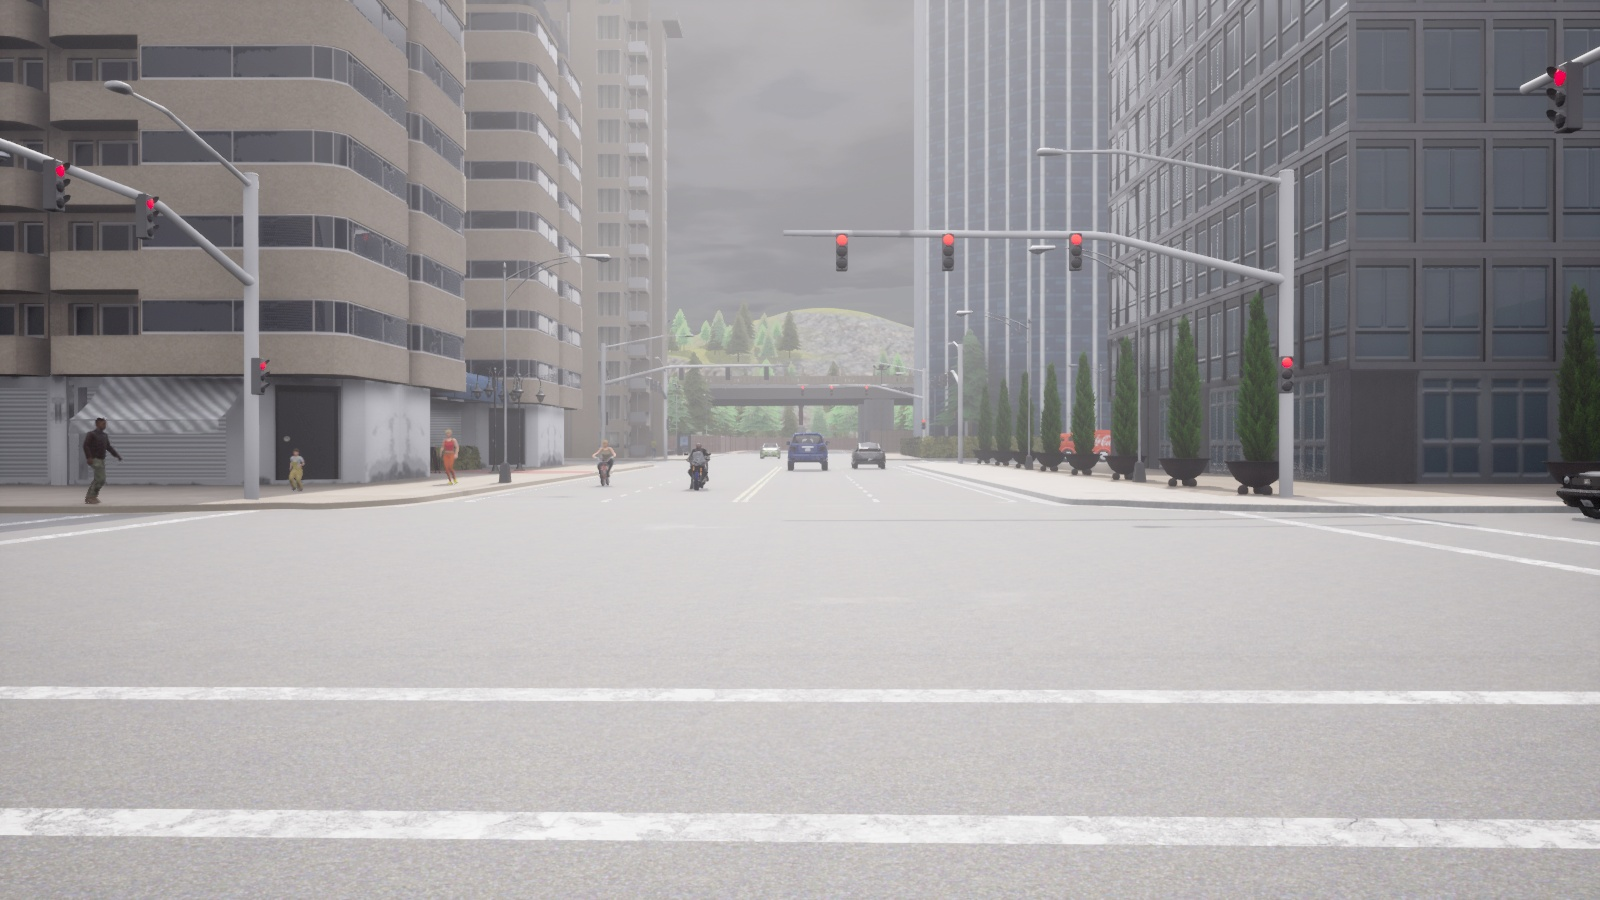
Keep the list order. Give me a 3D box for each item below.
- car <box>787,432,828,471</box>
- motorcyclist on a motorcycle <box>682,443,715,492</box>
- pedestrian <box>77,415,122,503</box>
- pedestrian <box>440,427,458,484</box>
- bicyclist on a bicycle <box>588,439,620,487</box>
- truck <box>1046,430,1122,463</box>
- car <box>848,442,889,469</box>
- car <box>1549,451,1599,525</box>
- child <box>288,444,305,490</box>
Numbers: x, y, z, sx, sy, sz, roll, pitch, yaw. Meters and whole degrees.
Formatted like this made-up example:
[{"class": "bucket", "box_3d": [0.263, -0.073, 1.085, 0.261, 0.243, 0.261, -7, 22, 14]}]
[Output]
[{"class": "car", "box_3d": [0.429, 0.077, 68.917, 2.150, 2.045, 5.566, 0, 0, 0]}, {"class": "motorcyclist on a motorcycle", "box_3d": [-3.242, 0.551, 40.296, 0.866, 1.530, 2.191, 0, 0, 0]}, {"class": "pedestrian", "box_3d": [-14.666, 0.185, 26.297, 0.703, 1.840, 0.431, 0, 0, 5]}, {"class": "pedestrian", "box_3d": [-11.300, 0.168, 40.404, 0.345, 1.836, 0.594, 0, 0, 7]}, {"class": "bicyclist on a bicycle", "box_3d": [-6.720, 0.434, 43.147, 0.866, 1.612, 1.509, 0, 0, 1]}, {"class": "truck", "box_3d": [21.701, -0.265, 96.011, 5.204, 2.467, 2.627, 0, 0, 0]}, {"class": "car", "box_3d": [3.955, 0.294, 72.949, 2.128, 1.511, 4.902, 0, 0, 0]}, {"class": "car", "box_3d": [16.486, 0.677, 22.714, 4.718, 1.301, 1.895, 0, 0, 1]}, {"class": "child", "box_3d": [-13.871, 0.472, 34.615, 0.270, 1.263, 0.437, 0, 0, 3]}]
